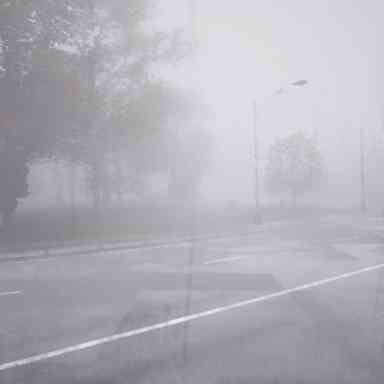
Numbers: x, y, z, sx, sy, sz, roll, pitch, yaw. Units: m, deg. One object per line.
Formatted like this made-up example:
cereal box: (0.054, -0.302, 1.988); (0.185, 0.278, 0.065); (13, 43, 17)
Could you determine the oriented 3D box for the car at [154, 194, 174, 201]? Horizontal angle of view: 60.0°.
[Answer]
car: (-6.055, 1.052, 63.795); (1.994, 1.385, 4.181); (-3, 1, -38)
